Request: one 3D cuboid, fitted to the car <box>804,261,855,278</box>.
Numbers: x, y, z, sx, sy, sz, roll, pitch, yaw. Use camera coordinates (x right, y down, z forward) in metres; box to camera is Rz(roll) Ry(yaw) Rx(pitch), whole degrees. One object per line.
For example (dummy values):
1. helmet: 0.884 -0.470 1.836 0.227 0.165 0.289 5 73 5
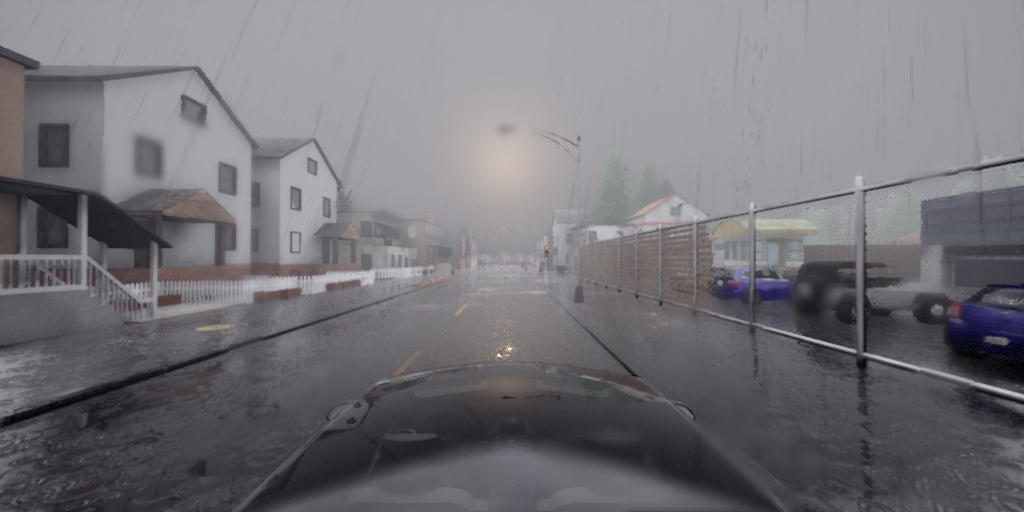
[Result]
1. car: 36.931 1.483 41.134 4.674 1.442 1.812 0 -1 0
